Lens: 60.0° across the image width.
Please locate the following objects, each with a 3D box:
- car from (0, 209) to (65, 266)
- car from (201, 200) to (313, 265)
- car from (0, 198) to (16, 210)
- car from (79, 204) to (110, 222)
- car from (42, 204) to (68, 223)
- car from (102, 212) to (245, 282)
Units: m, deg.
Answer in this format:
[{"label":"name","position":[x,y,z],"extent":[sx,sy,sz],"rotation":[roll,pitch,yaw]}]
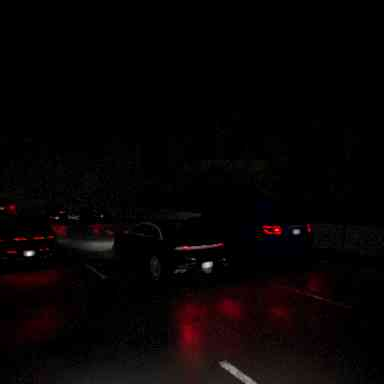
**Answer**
[{"label":"car","position":[-6.069,1.584,11.901],"extent":[1.837,1.490,4.892],"rotation":[1,-1,-31]},{"label":"car","position":[1.795,1.326,12.454],"extent":[2.150,2.045,5.566],"rotation":[1,-1,-31]},{"label":"car","position":[-18.077,1.574,31.572],"extent":[2.150,2.045,5.566],"rotation":[1,-1,-31]},{"label":"car","position":[-8.724,1.808,29.682],"extent":[2.128,1.511,4.902],"rotation":[1,-1,-31]},{"label":"car","position":[-11.733,1.795,27.893],"extent":[1.837,1.490,4.892],"rotation":[1,-1,-31]},{"label":"car","position":[-0.884,1.567,10.123],"extent":[2.128,1.511,4.902],"rotation":[1,-1,-31]}]
